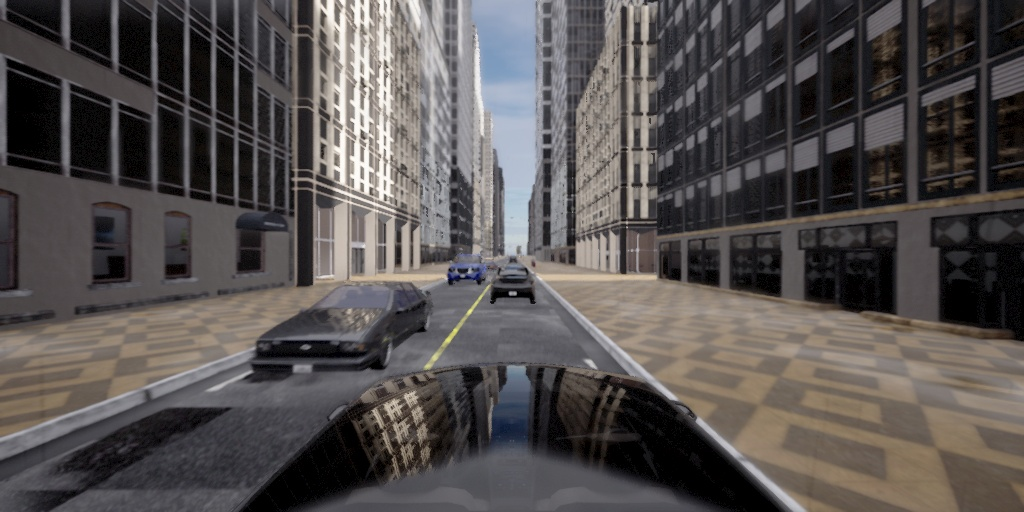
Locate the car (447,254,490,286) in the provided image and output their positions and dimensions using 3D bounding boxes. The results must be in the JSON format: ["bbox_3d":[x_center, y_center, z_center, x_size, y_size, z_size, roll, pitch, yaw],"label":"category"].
[{"bbox_3d":[-2.994,0.868,24.755,2.150,2.045,5.566,0,0,1],"label":"car"}]

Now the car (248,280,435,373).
[{"bbox_3d":[-3.086,1.265,7.956,2.033,1.411,5.357,0,0,0],"label":"car"}]

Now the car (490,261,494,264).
[{"bbox_3d":[-2.878,1.125,43.800,1.994,1.385,4.181,0,0,1],"label":"car"}]

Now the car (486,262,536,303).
[{"bbox_3d":[0.039,1.193,16.261,1.837,1.490,4.892,0,0,0],"label":"car"}]
